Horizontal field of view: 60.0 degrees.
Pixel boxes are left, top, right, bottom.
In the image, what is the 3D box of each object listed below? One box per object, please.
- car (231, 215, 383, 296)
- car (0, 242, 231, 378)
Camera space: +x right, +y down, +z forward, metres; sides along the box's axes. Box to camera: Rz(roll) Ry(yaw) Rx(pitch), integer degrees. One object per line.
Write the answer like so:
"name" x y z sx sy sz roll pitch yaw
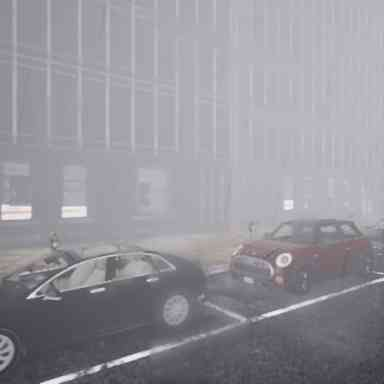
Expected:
"car" 2.899 1.455 8.627 4.097 1.590 1.967 0 0 -35
"car" -1.736 1.554 5.322 4.403 1.369 2.008 0 0 -35
